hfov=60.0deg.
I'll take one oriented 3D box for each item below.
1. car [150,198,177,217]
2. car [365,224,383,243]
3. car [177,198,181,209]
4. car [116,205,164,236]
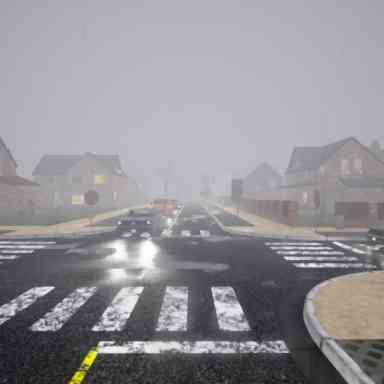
[{"bbox_3d":[-2.864,1.406,31.427,2.097,1.767,4.553,0,0,0],"label":"car"},{"bbox_3d":[10.368,1.613,14.008,5.357,1.411,2.033,0,0,2],"label":"car"},{"bbox_3d":[-2.862,1.636,44.644,1.812,1.442,4.674,0,0,0],"label":"car"},{"bbox_3d":[-2.860,1.612,18.545,1.895,1.301,4.718,0,0,0],"label":"car"}]
